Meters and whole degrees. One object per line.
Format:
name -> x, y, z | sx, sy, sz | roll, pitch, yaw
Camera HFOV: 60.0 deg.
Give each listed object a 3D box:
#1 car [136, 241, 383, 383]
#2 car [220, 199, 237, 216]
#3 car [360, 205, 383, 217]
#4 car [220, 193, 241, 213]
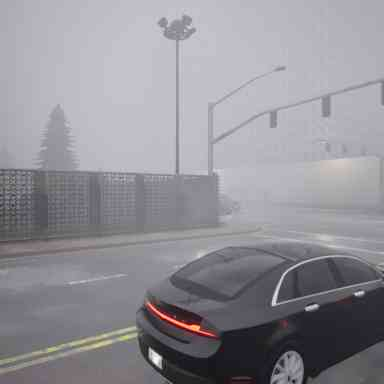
car -> 1.592, 1.505, 4.919 | 4.892, 1.490, 1.837 | 0, 0, -35
car -> 1.653, 1.545, 31.195 | 1.895, 1.301, 4.718 | 0, 0, -35
car -> 17.562, 1.564, 29.369 | 4.718, 1.301, 1.895 | 0, 1, 17
car -> 2.811, 1.166, 35.621 | 2.150, 2.045, 5.566 | 0, 0, -35
